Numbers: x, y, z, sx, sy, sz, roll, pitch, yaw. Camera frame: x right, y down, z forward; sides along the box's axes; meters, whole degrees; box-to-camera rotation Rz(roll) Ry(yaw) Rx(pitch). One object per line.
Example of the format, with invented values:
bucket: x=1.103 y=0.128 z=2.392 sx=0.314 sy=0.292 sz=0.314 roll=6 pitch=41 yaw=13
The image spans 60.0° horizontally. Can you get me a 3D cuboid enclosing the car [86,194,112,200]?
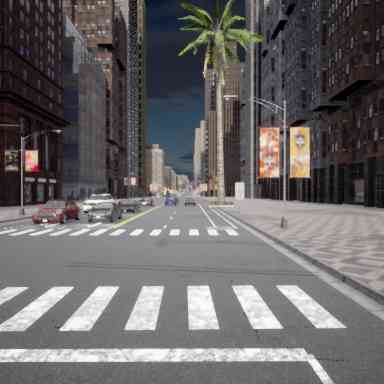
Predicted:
car: x=-10.049 y=1.233 z=36.064 sx=2.150 sy=2.045 sz=5.566 roll=0 pitch=0 yaw=0

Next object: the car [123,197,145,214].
car: x=-6.801 y=1.558 z=36.055 sx=2.033 sy=1.411 sz=5.357 roll=0 pitch=0 yaw=0

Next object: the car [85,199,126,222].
car: x=-6.741 y=1.531 z=26.194 sx=1.812 sy=1.442 sz=4.674 roll=0 pitch=0 yaw=0

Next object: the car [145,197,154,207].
car: x=-6.865 y=1.521 z=50.310 sx=2.128 sy=1.511 sz=4.902 roll=0 pitch=0 yaw=0

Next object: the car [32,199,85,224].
car: x=-9.986 y=1.357 z=24.785 sx=2.097 sy=1.767 sz=4.553 roll=0 pitch=0 yaw=0

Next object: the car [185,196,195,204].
car: x=-0.378 y=1.539 z=66.561 sx=1.882 sy=1.535 sz=5.008 roll=0 pitch=0 yaw=0

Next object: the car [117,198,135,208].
car: x=-10.118 y=1.630 z=51.066 sx=1.895 sy=1.301 sz=4.718 roll=0 pitch=0 yaw=-1

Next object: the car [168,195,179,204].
car: x=-3.628 y=1.413 z=66.513 sx=2.097 sy=1.767 sz=4.553 roll=0 pitch=0 yaw=0

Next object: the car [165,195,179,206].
car: x=-3.571 y=1.565 z=56.537 sx=1.812 sy=1.442 sz=4.674 roll=0 pitch=0 yaw=0

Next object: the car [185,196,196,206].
car: x=-0.319 y=1.586 z=56.139 sx=2.033 sy=1.411 sz=5.357 roll=0 pitch=0 yaw=0
